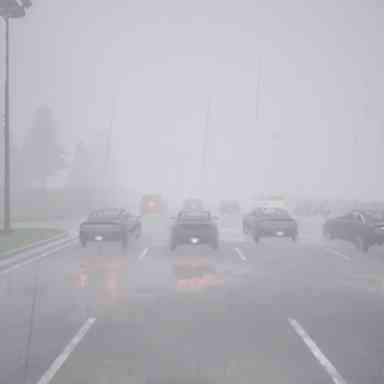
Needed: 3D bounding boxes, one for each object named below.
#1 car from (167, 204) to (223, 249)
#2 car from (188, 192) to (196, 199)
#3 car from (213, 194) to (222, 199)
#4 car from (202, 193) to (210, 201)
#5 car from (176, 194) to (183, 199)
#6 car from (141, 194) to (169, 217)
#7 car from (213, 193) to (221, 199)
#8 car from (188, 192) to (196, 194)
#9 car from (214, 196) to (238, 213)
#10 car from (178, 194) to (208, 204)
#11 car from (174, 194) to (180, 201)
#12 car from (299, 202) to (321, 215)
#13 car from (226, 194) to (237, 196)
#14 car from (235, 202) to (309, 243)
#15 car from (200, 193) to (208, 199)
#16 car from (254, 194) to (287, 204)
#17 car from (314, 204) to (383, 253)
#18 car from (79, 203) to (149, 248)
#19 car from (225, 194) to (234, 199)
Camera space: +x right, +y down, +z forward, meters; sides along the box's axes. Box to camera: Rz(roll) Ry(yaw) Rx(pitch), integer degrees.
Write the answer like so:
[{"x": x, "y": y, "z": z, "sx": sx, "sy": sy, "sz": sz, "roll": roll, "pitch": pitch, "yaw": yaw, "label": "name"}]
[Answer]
[{"x": 0.094, "y": 1.485, "z": 14.406, "sx": 1.837, "sy": 1.490, "sz": 4.892, "roll": 0, "pitch": 0, "yaw": 0, "label": "car"}, {"x": -0.028, "y": 0.944, "z": 93.722, "sx": 2.150, "sy": 2.045, "sz": 5.566, "roll": 0, "pitch": 0, "yaw": 0, "label": "car"}, {"x": 6.982, "y": 1.428, "z": 84.069, "sx": 1.994, "sy": 1.385, "sz": 4.181, "roll": 0, "pitch": 0, "yaw": 0, "label": "car"}, {"x": 3.482, "y": 1.399, "z": 83.652, "sx": 2.128, "sy": 1.511, "sz": 4.902, "roll": 0, "pitch": 0, "yaw": 0, "label": "car"}, {"x": -3.528, "y": 1.219, "z": 93.681, "sx": 1.837, "sy": 1.490, "sz": 4.892, "roll": 0, "pitch": 0, "yaw": 0, "label": "car"}, {"x": -3.409, "y": 1.178, "z": 30.560, "sx": 2.150, "sy": 2.045, "sz": 5.566, "roll": 0, "pitch": 0, "yaw": 0, "label": "car"}, {"x": 6.972, "y": 1.196, "z": 93.715, "sx": 1.882, "sy": 1.535, "sz": 5.008, "roll": 0, "pitch": 0, "yaw": 0, "label": "car"}, {"x": -0.018, "y": 1.086, "z": 83.298, "sx": 2.150, "sy": 2.045, "sz": 5.566, "roll": 0, "pitch": 0, "yaw": 0, "label": "car"}, {"x": 3.591, "y": 1.431, "z": 33.029, "sx": 1.882, "sy": 1.535, "sz": 5.008, "roll": 0, "pitch": 0, "yaw": 0, "label": "car"}, {"x": 0.089, "y": 1.308, "z": 31.208, "sx": 2.097, "sy": 1.767, "sz": 4.553, "roll": 0, "pitch": 0, "yaw": 0, "label": "car"}, {"x": -3.518, "y": 1.353, "z": 83.267, "sx": 1.882, "sy": 1.535, "sz": 5.008, "roll": 0, "pitch": 0, "yaw": 0, "label": "car"}, {"x": 10.591, "y": 1.559, "z": 29.880, "sx": 1.895, "sy": 1.301, "sz": 4.718, "roll": 0, "pitch": 0, "yaw": 0, "label": "car"}, {"x": 10.482, "y": 1.375, "z": 83.687, "sx": 1.837, "sy": 1.490, "sz": 4.892, "roll": 0, "pitch": 0, "yaw": 0, "label": "car"}, {"x": 3.595, "y": 1.469, "z": 16.000, "sx": 2.128, "sy": 1.511, "sz": 4.902, "roll": 0, "pitch": 0, "yaw": 0, "label": "car"}, {"x": 3.472, "y": 1.074, "z": 93.673, "sx": 2.097, "sy": 1.767, "sz": 4.553, "roll": 0, "pitch": 0, "yaw": 0, "label": "car"}, {"x": 7.092, "y": 1.178, "z": 30.556, "sx": 2.150, "sy": 2.045, "sz": 5.566, "roll": 0, "pitch": 0, "yaw": 0, "label": "car"}, {"x": 7.094, "y": 1.472, "z": 13.700, "sx": 2.128, "sy": 1.511, "sz": 4.902, "roll": 0, "pitch": 0, "yaw": 0, "label": "car"}, {"x": -3.406, "y": 1.471, "z": 14.575, "sx": 2.128, "sy": 1.511, "sz": 4.902, "roll": 0, "pitch": 0, "yaw": 0, "label": "car"}, {"x": 10.474, "y": 1.227, "z": 93.309, "sx": 2.128, "sy": 1.511, "sz": 4.902, "roll": 0, "pitch": 0, "yaw": 0, "label": "car"}]
